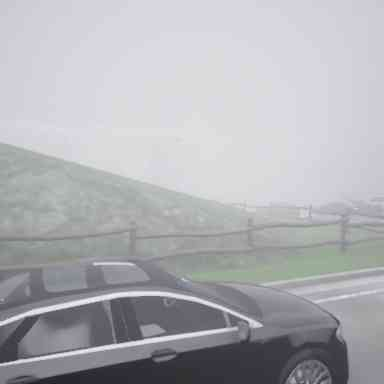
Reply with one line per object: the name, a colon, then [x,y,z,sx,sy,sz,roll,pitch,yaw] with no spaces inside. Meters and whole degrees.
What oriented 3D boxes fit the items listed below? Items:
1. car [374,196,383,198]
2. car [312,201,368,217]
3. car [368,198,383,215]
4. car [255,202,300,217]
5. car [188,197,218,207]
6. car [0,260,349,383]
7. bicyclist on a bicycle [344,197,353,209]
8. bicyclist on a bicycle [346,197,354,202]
car: [20.048,1.378,34.843,2.150,2.045,5.566,1,0,-43]
car: [13.550,1.640,31.413,1.812,1.442,4.674,1,0,-44]
car: [16.388,1.610,33.530,1.882,1.535,5.008,1,-1,-44]
car: [8.156,1.648,31.839,4.181,1.385,1.994,0,0,43]
car: [1.670,1.550,52.935,5.008,1.535,1.882,0,0,25]
car: [-0.624,1.491,3.329,4.902,1.511,2.128,0,0,-25]
bicyclist on a bicycle: [20.971,1.474,44.569,0.582,1.620,1.656,0,0,44]
bicyclist on a bicycle: [21.289,1.475,44.257,0.582,1.620,1.656,0,0,44]
